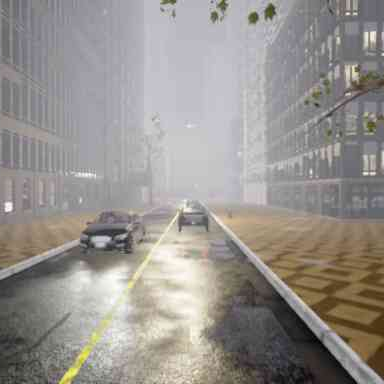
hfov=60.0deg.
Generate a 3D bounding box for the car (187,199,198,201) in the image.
[{"bbox_3d":[0.097,1.617,44.439,2.128,1.511,4.902,0,0,0],"label":"car"}]

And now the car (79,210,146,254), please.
[{"bbox_3d":[-3.080,1.525,13.665,2.128,1.511,4.902,0,0,0],"label":"car"}]

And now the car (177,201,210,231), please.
[{"bbox_3d":[0.091,1.546,21.091,2.128,1.511,4.902,0,0,0],"label":"car"}]
